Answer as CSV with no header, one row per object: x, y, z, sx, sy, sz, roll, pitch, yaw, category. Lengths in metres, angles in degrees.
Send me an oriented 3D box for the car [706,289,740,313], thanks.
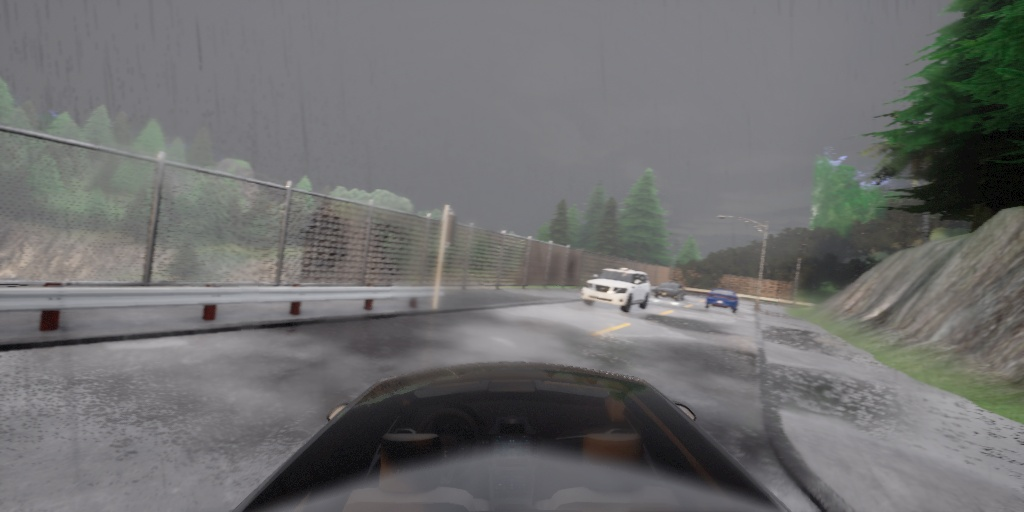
15.837,3.234,26.899,1.882,1.535,5.008,7,0,34,car

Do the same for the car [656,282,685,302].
13.703,3.007,31.012,1.837,1.490,4.892,7,0,34,car

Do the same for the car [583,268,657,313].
5.747,1.712,19.127,2.150,2.045,5.566,7,0,34,car
